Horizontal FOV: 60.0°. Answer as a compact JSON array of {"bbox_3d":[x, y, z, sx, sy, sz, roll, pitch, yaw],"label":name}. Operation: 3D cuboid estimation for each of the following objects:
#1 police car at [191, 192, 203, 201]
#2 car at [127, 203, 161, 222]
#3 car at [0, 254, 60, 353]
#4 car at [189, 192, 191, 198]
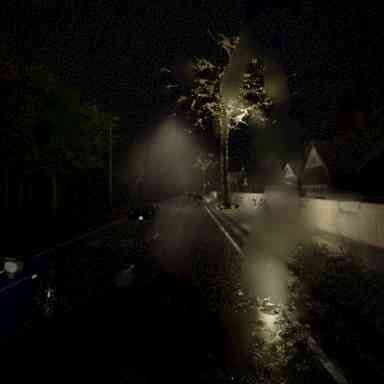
[{"bbox_3d":[1.249,0.959,71.005,1.930,1.638,5.238,0,0,0],"label":"police car"},{"bbox_3d":[-3.391,1.426,24.307,1.895,1.301,4.718,0,0,0],"label":"car"},{"bbox_3d":[-3.398,1.321,4.110,2.097,1.767,4.553,0,0,0],"label":"car"},{"bbox_3d":[0.031,0.804,89.538,1.837,1.490,4.892,0,0,0],"label":"car"}]
